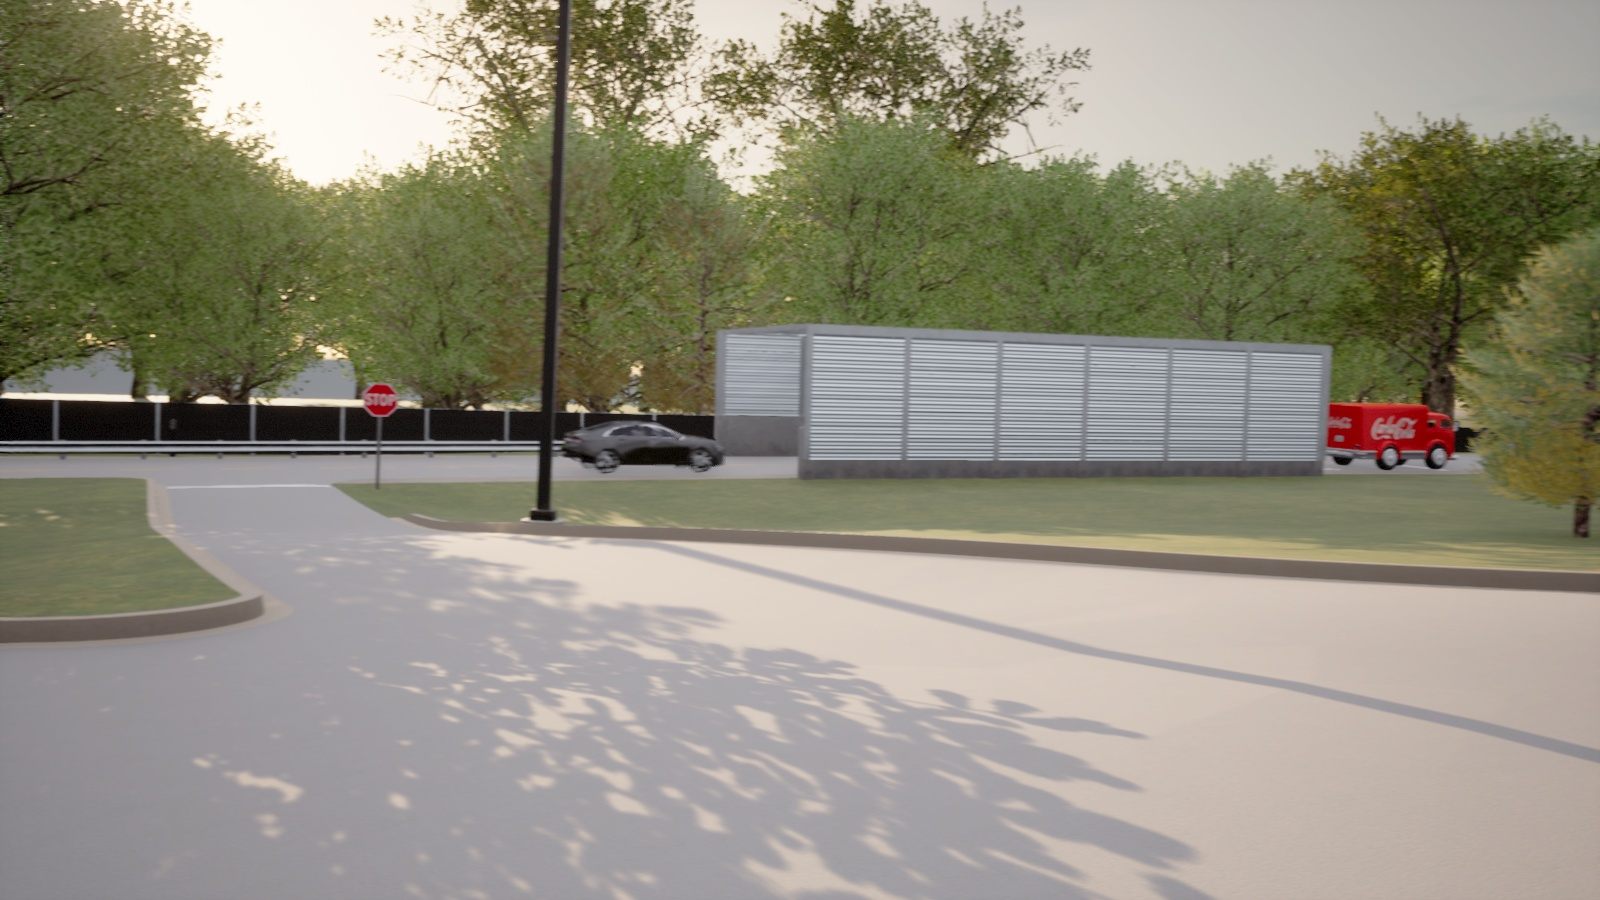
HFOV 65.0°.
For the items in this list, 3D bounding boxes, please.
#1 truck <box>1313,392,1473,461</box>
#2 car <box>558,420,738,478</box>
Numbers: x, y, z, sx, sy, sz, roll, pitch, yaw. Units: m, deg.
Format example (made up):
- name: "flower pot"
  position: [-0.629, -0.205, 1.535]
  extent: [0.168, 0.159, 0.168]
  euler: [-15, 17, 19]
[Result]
- name: "truck"
  position: [22.894, -0.969, 48.522]
  extent: [5.204, 2.467, 2.627]
  euler: [-1, 4, -22]
- name: "car"
  position: [-4.517, -0.075, 37.408]
  extent: [4.902, 1.511, 2.128]
  euler: [-1, 4, -25]
